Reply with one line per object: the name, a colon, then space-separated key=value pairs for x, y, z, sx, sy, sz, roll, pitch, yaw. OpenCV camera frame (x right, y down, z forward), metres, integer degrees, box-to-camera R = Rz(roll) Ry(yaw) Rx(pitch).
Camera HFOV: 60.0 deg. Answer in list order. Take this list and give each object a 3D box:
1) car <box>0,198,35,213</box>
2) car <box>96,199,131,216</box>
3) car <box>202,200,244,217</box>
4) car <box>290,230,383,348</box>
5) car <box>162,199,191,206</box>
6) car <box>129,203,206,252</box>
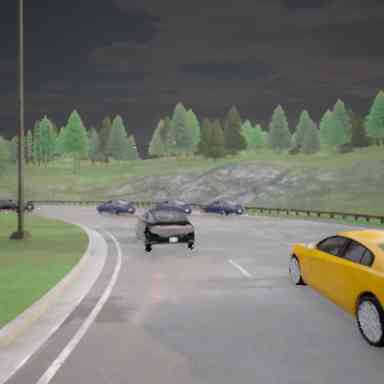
car: x=-18.875 y=1.390 z=35.483 sx=4.674 sy=1.442 sz=1.812 roll=0 pitch=-1 yaw=26
car: x=-7.074 y=1.408 z=30.905 sx=1.812 sy=1.442 sz=4.674 roll=1 pitch=0 yaw=-45
car: x=2.727 y=1.412 z=30.040 sx=1.812 sy=1.442 sz=4.674 roll=1 pitch=0 yaw=-35
car: x=3.429 y=1.454 z=6.288 sx=1.882 sy=1.535 sz=5.008 roll=0 pitch=0 yaw=-3
car: x=-1.865 y=1.410 z=30.446 sx=1.812 sy=1.442 sz=4.674 roll=1 pitch=0 yaw=-39
car: x=-1.249 y=1.438 z=13.880 sx=2.128 sy=1.511 sz=4.902 roll=0 pitch=0 yaw=-15
